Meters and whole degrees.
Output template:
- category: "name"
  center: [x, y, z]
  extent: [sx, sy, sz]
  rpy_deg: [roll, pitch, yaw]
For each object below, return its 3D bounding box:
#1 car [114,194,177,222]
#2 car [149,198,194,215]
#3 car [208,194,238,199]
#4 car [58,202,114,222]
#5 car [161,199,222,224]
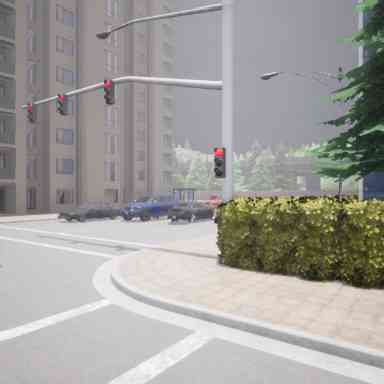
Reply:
- category: "car"
  center: [-3.225, 1.221, 26.916]
  extent: [2.150, 2.045, 5.566]
  rpy_deg: [0, 0, 36]
- category: "car"
  center: [-2.043, 1.478, 34.439]
  extent: [1.882, 1.535, 5.008]
  rpy_deg: [0, 0, 36]
- category: "car"
  center: [3.119, 1.221, 35.551]
  extent: [2.150, 2.045, 5.566]
  rpy_deg: [0, 0, 36]
- category: "car"
  center: [-7.847, 1.547, 26.530]
  extent: [2.033, 1.411, 5.357]
  rpy_deg: [0, 0, 36]
- category: "car"
  center: [0.173, 1.505, 25.296]
  extent: [1.837, 1.490, 4.892]
  rpy_deg: [0, 0, 36]
